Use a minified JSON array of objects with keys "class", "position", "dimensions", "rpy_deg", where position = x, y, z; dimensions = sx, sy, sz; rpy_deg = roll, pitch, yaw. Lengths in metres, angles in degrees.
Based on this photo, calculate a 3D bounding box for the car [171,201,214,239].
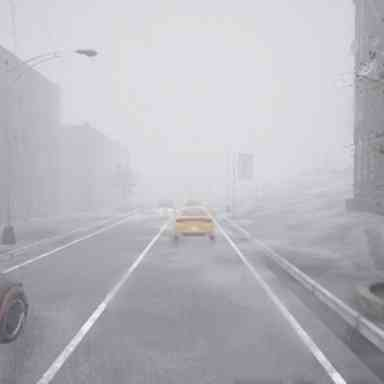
[{"class":"car","position":[0.094,1.473,17.210],"dimensions":[1.882,1.535,5.008],"rpy_deg":[0,0,0]}]

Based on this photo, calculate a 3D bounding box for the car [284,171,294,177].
[{"class":"car","position":[22.423,-3.773,71.960],"dimensions":[2.097,1.535,5.008],"rpy_deg":[0,1,-4]}]

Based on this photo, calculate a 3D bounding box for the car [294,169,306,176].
[{"class":"car","position":[22.893,-3.798,66.455],"dimensions":[2.185,1.767,4.553],"rpy_deg":[0,1,-5]}]

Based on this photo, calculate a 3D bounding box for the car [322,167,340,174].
[{"class":"car","position":[24.219,-3.427,55.291],"dimensions":[2.002,1.452,4.674],"rpy_deg":[0,1,-7]}]

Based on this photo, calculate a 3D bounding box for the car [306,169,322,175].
[{"class":"car","position":[23.515,-3.538,60.764],"dimensions":[2.163,1.488,4.792],"rpy_deg":[0,1,-6]}]

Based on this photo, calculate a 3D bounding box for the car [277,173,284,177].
[{"class":"car","position":[22.069,-3.835,77.497],"dimensions":[2.002,1.452,4.674],"rpy_deg":[0,1,-3]}]

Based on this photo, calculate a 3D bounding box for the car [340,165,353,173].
[{"class":"car","position":[25.026,-3.365,49.930],"dimensions":[2.231,1.521,4.892],"rpy_deg":[0,1,-9]}]

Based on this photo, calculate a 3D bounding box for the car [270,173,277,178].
[{"class":"car","position":[21.834,-3.971,83.039],"dimensions":[2.231,1.521,4.892],"rpy_deg":[0,1,-1]}]

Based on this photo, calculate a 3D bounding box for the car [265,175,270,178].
[{"class":"car","position":[21.704,-4.050,88.556],"dimensions":[2.231,1.521,4.892],"rpy_deg":[0,1,-1]}]

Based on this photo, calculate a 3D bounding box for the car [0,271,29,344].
[{"class":"car","position":[-3.601,1.563,3.612],"dimensions":[1.994,1.385,4.181],"rpy_deg":[0,0,0]}]

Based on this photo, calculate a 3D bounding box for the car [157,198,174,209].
[{"class":"car","position":[-3.594,1.551,45.869],"dimensions":[1.994,1.385,4.181],"rpy_deg":[0,0,0]}]
